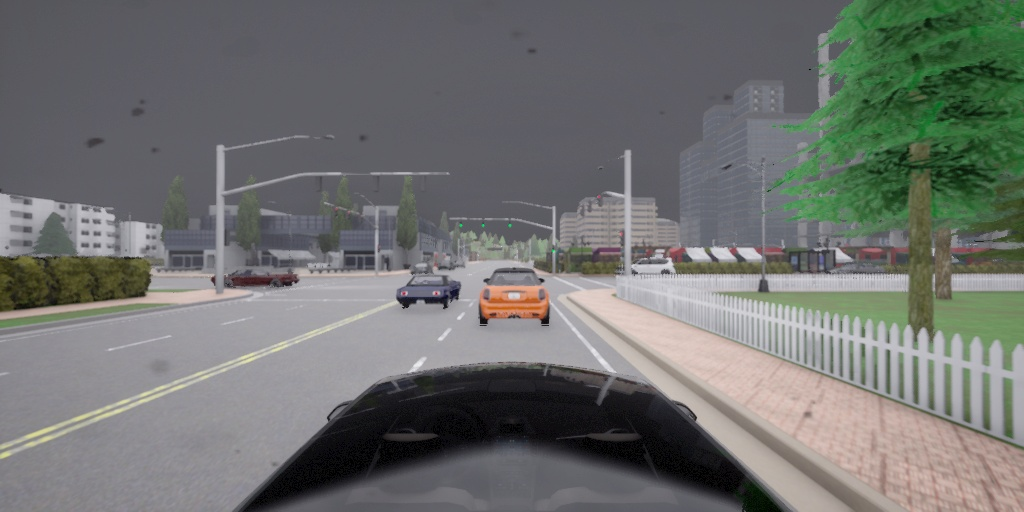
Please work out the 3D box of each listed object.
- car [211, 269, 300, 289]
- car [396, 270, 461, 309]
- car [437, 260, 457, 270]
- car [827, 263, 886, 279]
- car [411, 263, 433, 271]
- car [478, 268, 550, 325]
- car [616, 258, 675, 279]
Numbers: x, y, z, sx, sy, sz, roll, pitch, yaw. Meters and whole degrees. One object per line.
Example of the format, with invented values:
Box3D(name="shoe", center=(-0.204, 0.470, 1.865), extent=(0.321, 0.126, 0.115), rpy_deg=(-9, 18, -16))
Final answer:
Box3D(name="car", center=(-17.006, 1.514, 24.031), extent=(4.718, 1.301, 1.895), rpy_deg=(0, 0, -6))
Box3D(name="car", center=(-3.416, 1.453, 15.668), extent=(1.895, 1.301, 4.718), rpy_deg=(0, 0, 0))
Box3D(name="car", center=(-10.619, 1.510, 57.596), extent=(2.097, 1.767, 4.553), rpy_deg=(0, -1, 0))
Box3D(name="car", center=(34.481, 1.490, 35.953), extent=(4.902, 1.511, 2.128), rpy_deg=(0, 0, -1))
Box3D(name="car", center=(-10.622, 1.573, 42.598), extent=(1.812, 1.442, 4.674), rpy_deg=(0, 0, 0))
Box3D(name="car", center=(0.074, 1.178, 12.268), extent=(2.097, 1.767, 4.553), rpy_deg=(0, 0, 0))
Box3D(name="car", center=(13.162, 1.216, 35.417), extent=(5.566, 2.045, 2.150), rpy_deg=(0, 0, -1))
